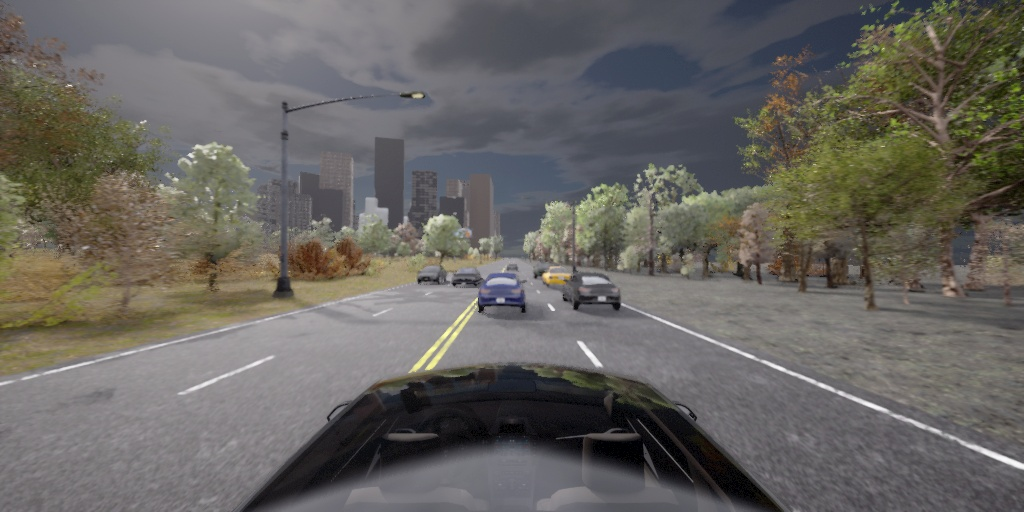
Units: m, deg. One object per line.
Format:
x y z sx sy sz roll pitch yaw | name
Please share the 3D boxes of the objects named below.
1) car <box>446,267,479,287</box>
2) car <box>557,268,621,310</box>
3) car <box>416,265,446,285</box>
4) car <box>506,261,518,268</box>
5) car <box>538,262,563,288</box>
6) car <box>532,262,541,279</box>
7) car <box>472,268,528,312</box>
-3.347 1.556 27.371 2.033 1.411 5.357 0 -1 0 | car
3.255 1.402 15.272 1.812 1.442 4.674 0 -1 0 | car
-6.591 1.539 30.014 1.837 1.490 4.892 0 -1 0 | car
0.054 1.780 60.355 2.128 1.511 4.902 0 0 0 | car
3.251 1.446 26.467 1.801 1.575 5.366 0 -1 0 | car
3.254 1.445 37.251 2.097 1.767 4.553 0 -1 0 | car
-0.342 1.410 14.902 1.812 1.442 4.674 0 0 1 | car
